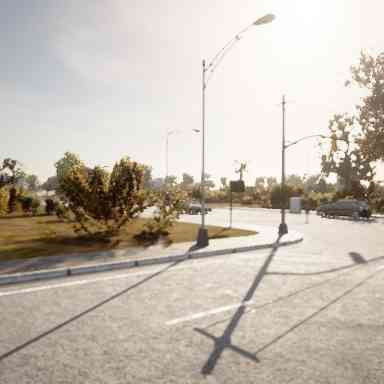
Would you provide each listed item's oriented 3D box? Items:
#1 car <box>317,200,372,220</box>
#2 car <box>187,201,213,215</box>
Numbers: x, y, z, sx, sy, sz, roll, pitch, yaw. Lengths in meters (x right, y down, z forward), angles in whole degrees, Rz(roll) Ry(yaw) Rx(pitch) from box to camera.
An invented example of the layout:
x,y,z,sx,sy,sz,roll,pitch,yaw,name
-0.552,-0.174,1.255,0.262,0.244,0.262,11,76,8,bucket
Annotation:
x,y,z,sx,sy,sz,roll,pitch,yaw,name
13.880,1.504,30.595,2.097,1.767,4.553,0,0,-39,car
-0.045,1.659,36.593,2.033,1.411,5.357,0,0,-39,car
